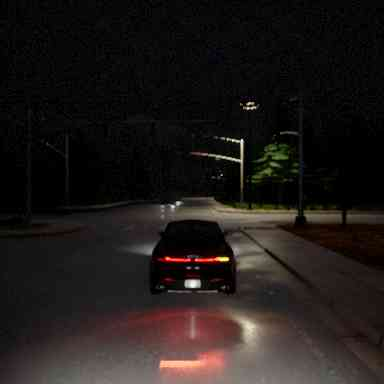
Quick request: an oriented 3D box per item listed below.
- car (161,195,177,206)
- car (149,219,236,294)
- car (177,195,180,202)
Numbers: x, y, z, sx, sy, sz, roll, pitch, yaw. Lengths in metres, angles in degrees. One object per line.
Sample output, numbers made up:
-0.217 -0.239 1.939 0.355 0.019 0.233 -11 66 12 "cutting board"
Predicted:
-3.682 1.300 51.174 1.837 1.490 4.892 0 0 0 "car"
0.031 1.466 8.690 1.837 1.490 4.892 0 0 0 "car"
-3.507 1.328 68.103 1.895 1.301 4.718 0 0 1 "car"
